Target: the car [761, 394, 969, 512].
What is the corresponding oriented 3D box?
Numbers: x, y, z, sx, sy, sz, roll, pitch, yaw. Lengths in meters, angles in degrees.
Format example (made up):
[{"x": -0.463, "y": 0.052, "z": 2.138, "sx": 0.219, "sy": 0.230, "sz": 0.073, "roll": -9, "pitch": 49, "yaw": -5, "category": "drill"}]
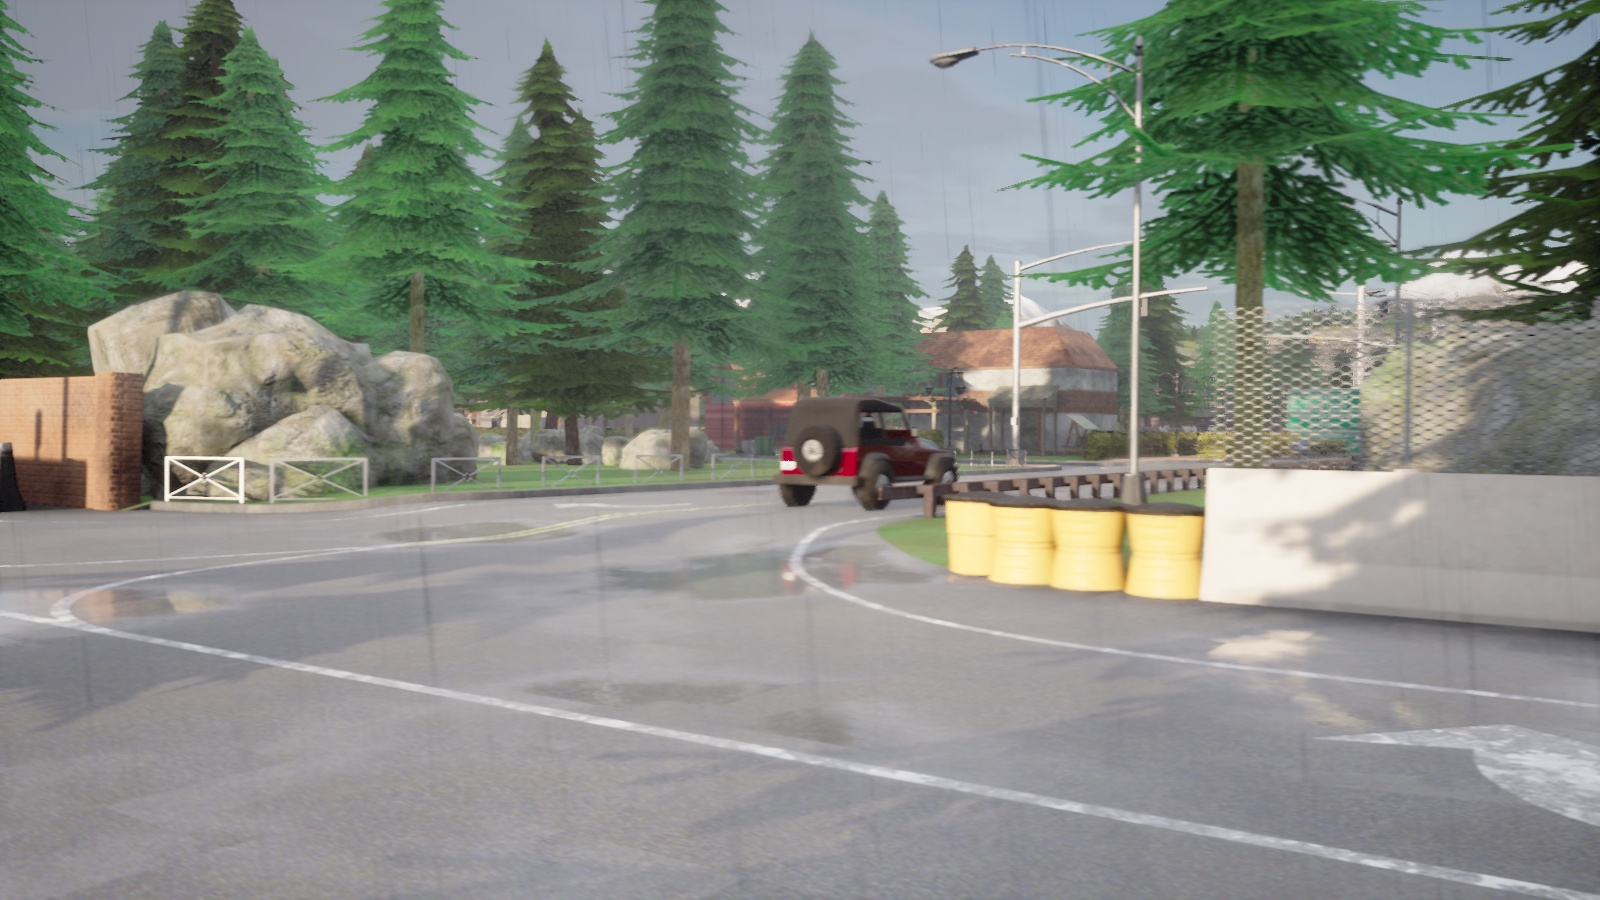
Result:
[{"x": 1.239, "y": 0.020, "z": 22.071, "sx": 1.905, "sy": 1.878, "sz": 3.866, "roll": 0, "pitch": 1, "yaw": 34, "category": "car"}]
